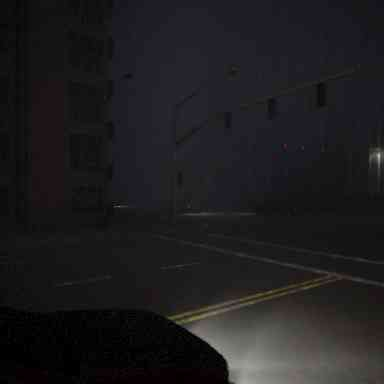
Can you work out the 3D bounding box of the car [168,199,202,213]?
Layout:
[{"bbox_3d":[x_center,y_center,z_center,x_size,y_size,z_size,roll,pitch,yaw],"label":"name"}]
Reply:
[{"bbox_3d":[-0.870,1.486,36.180,1.812,1.442,4.674,0,0,-35],"label":"car"}]

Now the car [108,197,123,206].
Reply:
[{"bbox_3d":[-12.678,1.524,53.210,1.994,1.385,4.181,0,0,-35],"label":"car"}]

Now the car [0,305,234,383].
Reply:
[{"bbox_3d":[-2.196,1.549,2.229,5.357,1.411,2.033,0,0,-35],"label":"car"}]

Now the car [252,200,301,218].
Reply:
[{"bbox_3d":[7.518,1.431,30.235,1.882,1.535,5.008,0,0,-30],"label":"car"}]
